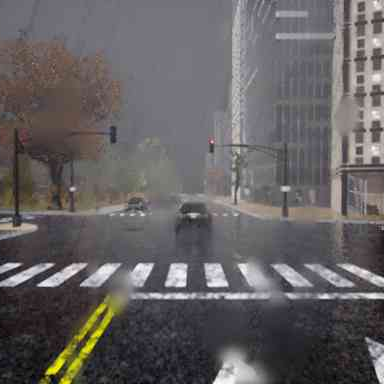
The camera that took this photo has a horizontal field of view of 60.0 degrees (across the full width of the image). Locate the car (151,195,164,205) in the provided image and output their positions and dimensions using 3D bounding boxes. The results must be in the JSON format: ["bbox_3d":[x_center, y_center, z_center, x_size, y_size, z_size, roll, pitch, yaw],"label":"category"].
[{"bbox_3d":[-6.527,1.624,58.437,2.033,1.411,5.357,0,0,1],"label":"car"}]

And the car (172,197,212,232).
[{"bbox_3d":[0.099,1.368,20.398,2.097,1.767,4.553,0,0,0],"label":"car"}]

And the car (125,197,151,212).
[{"bbox_3d":[-6.591,1.394,39.629,2.097,1.767,4.553,0,0,0],"label":"car"}]

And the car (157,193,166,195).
[{"bbox_3d":[-6.506,1.312,70.045,2.150,2.045,5.566,0,0,0],"label":"car"}]

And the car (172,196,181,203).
[{"bbox_3d":[-3.256,1.611,70.074,1.812,1.442,4.674,0,0,0],"label":"car"}]

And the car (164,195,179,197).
[{"bbox_3d":[-3.294,1.580,57.020,1.837,1.490,4.892,0,-1,0],"label":"car"}]

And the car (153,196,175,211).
[{"bbox_3d":[-3.338,1.569,40.751,1.812,1.442,4.674,0,0,0],"label":"car"}]
